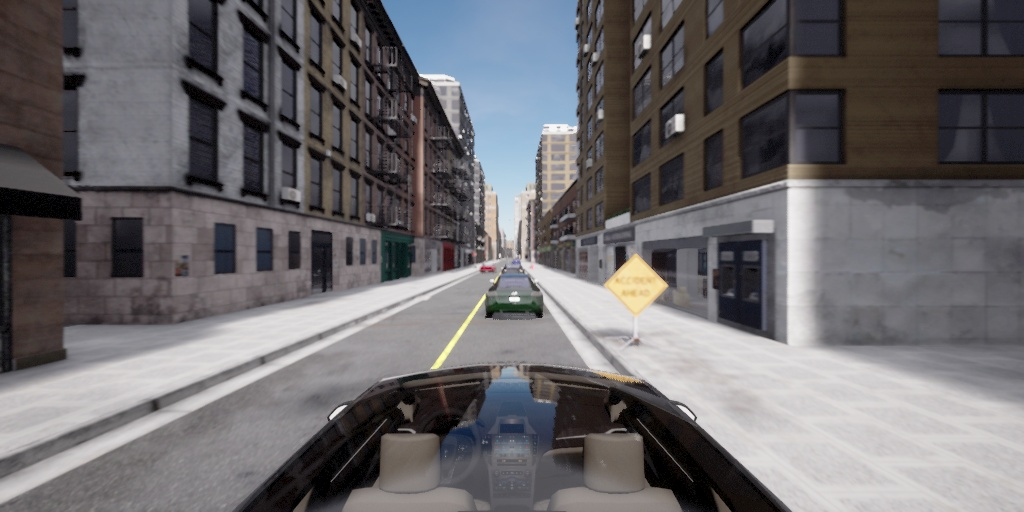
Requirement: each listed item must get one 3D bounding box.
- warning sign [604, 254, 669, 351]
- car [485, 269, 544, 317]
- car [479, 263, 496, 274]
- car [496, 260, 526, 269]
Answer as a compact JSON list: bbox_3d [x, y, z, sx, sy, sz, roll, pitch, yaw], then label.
[{"bbox_3d":[2.519,0.880,7.350,1.300,1.860,1.060,0,0,0],"label":"warning sign"},{"bbox_3d":[0.085,1.344,13.366,1.994,1.385,4.181,0,0,0],"label":"car"},{"bbox_3d":[-2.840,1.445,42.728,1.895,1.301,4.718,0,0,0],"label":"car"},{"bbox_3d":[0.089,1.307,28.984,2.128,1.511,4.902,0,0,0],"label":"car"}]
